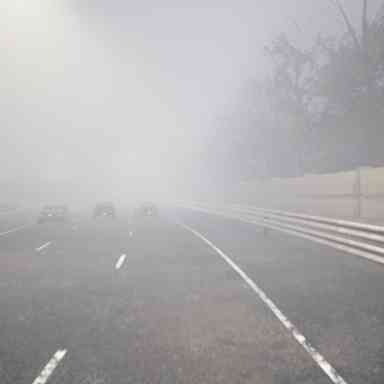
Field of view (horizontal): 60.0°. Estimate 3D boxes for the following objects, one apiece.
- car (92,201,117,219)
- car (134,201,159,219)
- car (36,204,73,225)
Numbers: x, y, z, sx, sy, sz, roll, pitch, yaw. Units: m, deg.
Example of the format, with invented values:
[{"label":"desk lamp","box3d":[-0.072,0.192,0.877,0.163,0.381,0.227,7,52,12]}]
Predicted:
[{"label":"car","box3d":[-7.710,1.531,29.298,1.837,1.490,4.892,0,0,-15]},{"label":"car","box3d":[-4.016,1.527,29.063,1.812,1.442,4.674,0,0,-15]},{"label":"car","box3d":[-9.961,1.593,24.376,2.033,1.411,5.357,0,0,-14]}]
